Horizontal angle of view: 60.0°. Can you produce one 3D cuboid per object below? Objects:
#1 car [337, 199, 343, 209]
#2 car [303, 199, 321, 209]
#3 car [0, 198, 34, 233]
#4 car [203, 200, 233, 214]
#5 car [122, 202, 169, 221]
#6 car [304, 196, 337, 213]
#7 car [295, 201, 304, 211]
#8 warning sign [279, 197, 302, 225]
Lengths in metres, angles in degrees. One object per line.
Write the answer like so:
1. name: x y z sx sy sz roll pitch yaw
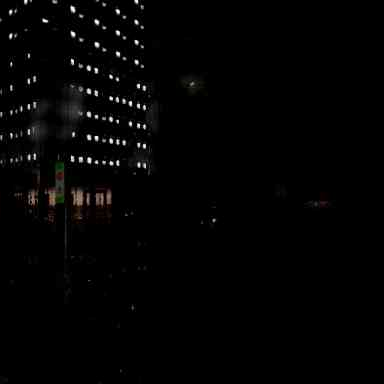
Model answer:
1. car: 21.918 1.828 51.065 1.882 1.535 5.008 0 -1 31
2. car: 19.140 1.894 52.752 1.812 1.442 4.674 0 -1 31
3. car: -11.853 1.340 18.598 2.150 2.045 5.566 0 -1 38
4. car: 3.171 1.766 40.188 1.882 1.535 5.008 0 -1 34
5. car: -4.074 1.713 29.561 1.837 1.490 4.892 0 -1 34
6. car: 16.406 1.512 42.247 2.150 2.045 5.566 0 -1 34
7. car: 14.123 1.914 44.689 1.895 1.301 4.718 0 -1 33
8. warning sign: 6.813 1.258 22.968 1.300 1.860 1.060 0 0 34
